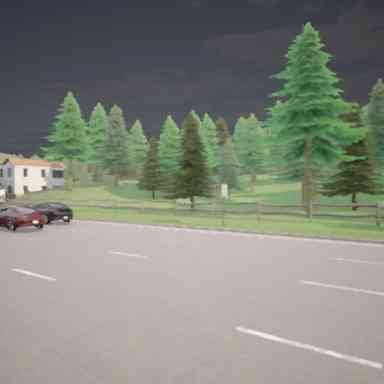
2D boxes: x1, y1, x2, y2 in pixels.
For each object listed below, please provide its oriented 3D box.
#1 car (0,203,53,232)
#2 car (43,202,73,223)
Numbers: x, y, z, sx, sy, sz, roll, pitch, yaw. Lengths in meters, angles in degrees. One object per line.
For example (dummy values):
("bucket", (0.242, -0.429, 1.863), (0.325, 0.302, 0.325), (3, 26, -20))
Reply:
("car", (-10.768, 1.540, 20.243), (4.674, 1.442, 1.812), (0, 0, 35))
("car", (-10.776, 1.522, 24.563), (4.892, 1.490, 1.837), (0, 0, 35))
